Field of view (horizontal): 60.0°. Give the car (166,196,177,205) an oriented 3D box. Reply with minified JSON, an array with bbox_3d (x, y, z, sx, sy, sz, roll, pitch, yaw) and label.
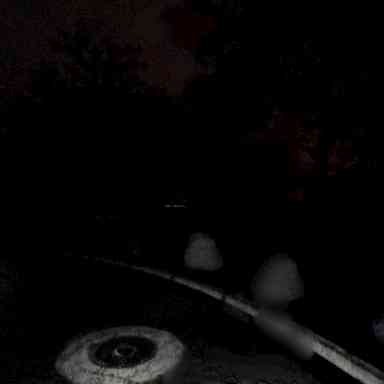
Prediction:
[{"bbox_3d":[-5.014,1.484,54.344,1.994,1.385,4.181,1,1,-44],"label":"car"}]

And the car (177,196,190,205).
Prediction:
[{"bbox_3d":[-2.268,1.452,56.116,1.812,1.442,4.674,1,0,-38],"label":"car"}]

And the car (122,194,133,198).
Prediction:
[{"bbox_3d":[-13.940,1.078,66.690,5.008,1.535,1.882,2,0,41],"label":"car"}]

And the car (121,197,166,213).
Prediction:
[{"bbox_3d":[-5.672,1.677,37.659,2.128,1.511,4.902,-2,-1,37],"label":"car"}]
